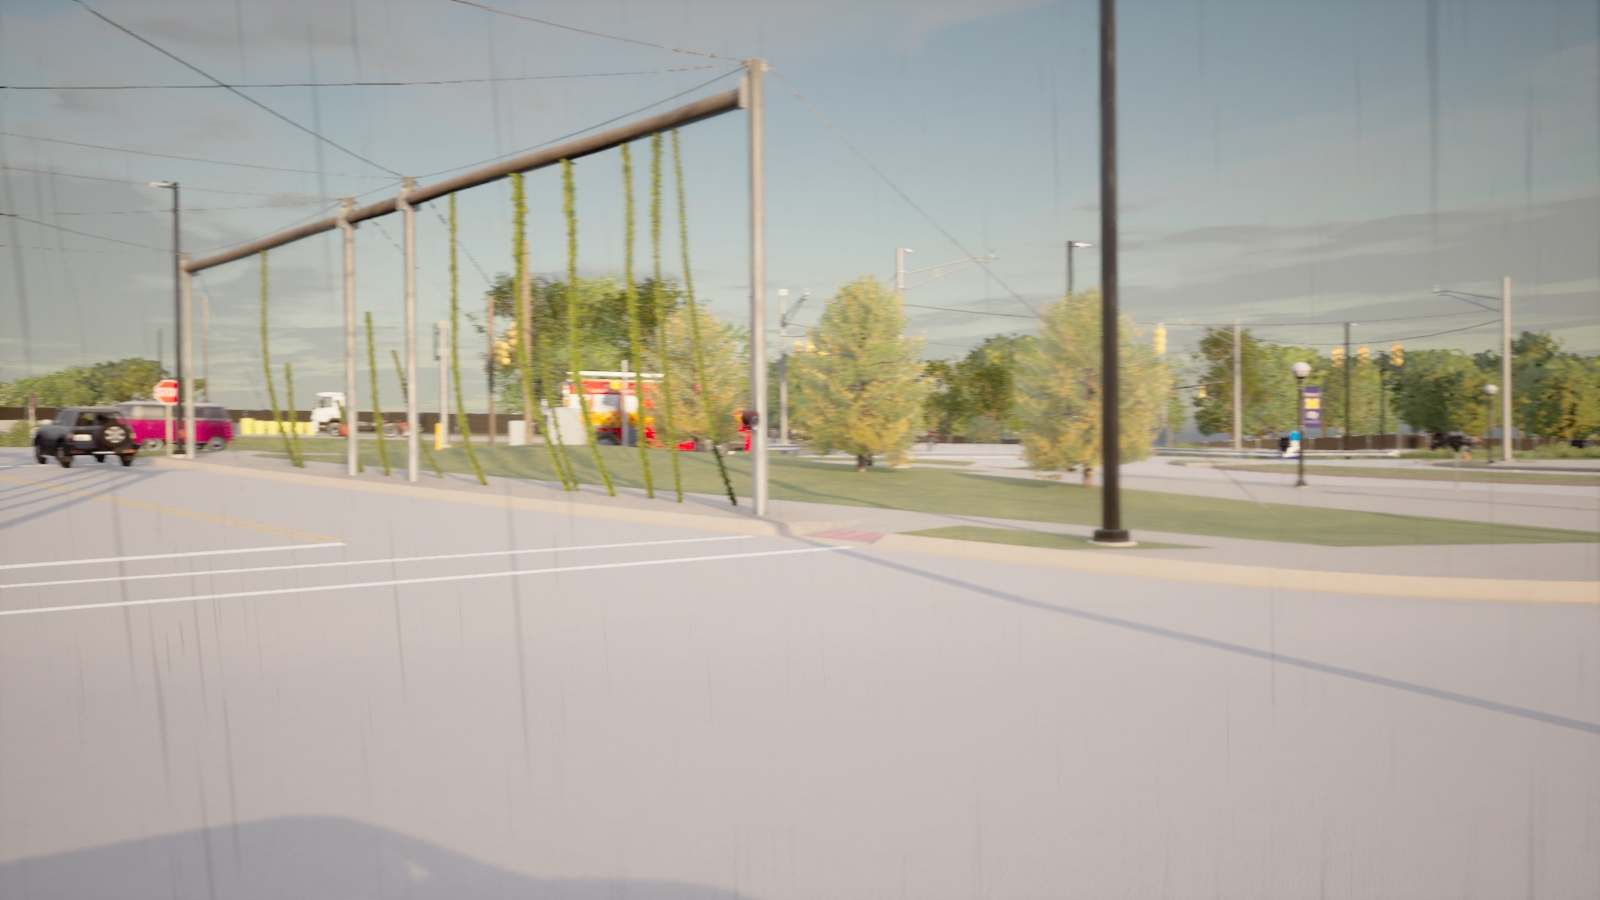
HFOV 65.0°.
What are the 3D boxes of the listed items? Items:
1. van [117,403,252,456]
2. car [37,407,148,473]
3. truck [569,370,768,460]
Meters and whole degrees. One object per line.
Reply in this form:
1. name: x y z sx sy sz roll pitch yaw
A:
1. van: -24.201 -0.777 49.512 1.775 1.987 4.442 1 0 36
2. car: -21.749 -0.358 38.519 1.932 1.855 4.605 -1 3 -43
3. truck: -5.955 -1.493 56.745 8.468 3.827 2.891 1 0 -18
